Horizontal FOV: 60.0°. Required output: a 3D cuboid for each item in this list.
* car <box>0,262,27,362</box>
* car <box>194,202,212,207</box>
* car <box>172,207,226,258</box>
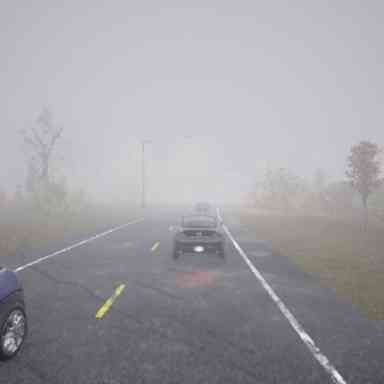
[{"bbox_3d":[-3.448,1.365,2.911,2.097,1.767,4.553,0,0,0],"label":"car"},{"bbox_3d":[1.122,1.738,34.756,2.033,1.411,5.357,0,0,3],"label":"car"},{"bbox_3d":[0.274,1.577,13.078,1.837,1.490,4.892,0,0,1],"label":"car"}]
